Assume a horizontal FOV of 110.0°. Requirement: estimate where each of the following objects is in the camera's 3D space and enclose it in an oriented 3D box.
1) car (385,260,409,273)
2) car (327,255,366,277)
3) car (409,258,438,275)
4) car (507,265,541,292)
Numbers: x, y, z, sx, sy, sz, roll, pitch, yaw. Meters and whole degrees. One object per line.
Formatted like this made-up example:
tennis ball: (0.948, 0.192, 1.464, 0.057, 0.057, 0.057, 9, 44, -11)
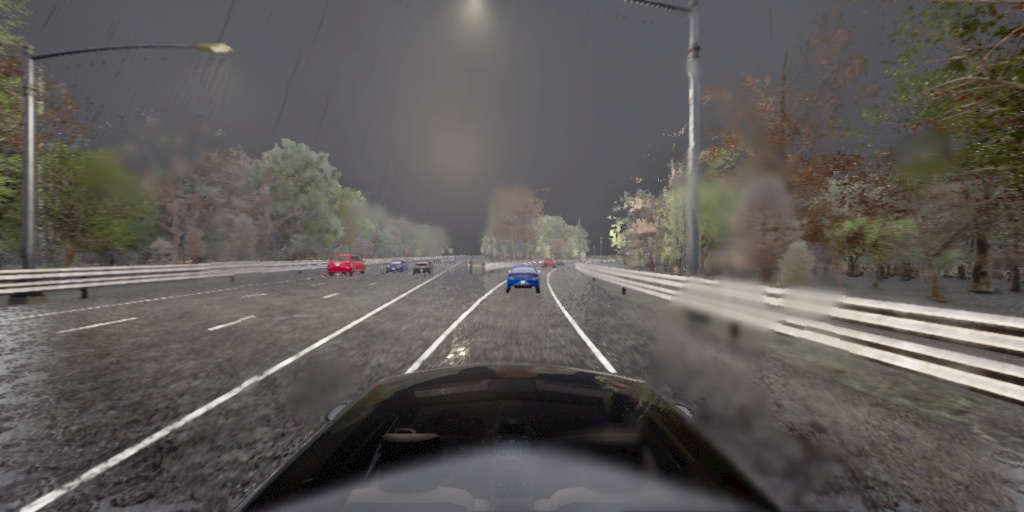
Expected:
car: (-13.164, 1.202, 41.329, 1.812, 1.442, 4.674, 0, 0, -6)
car: (-15.974, 0.884, 34.852, 2.150, 2.045, 5.566, 0, 0, -6)
car: (-9.302, 1.199, 38.204, 1.837, 1.490, 4.892, 0, 0, -6)
car: (0.750, 1.290, 22.126, 1.882, 1.535, 5.008, 0, 0, 4)
